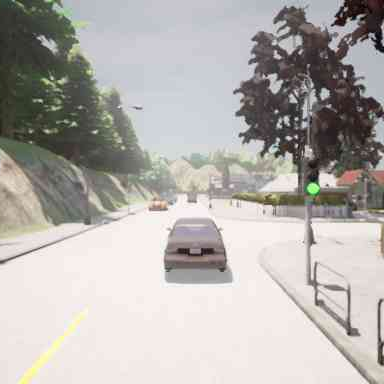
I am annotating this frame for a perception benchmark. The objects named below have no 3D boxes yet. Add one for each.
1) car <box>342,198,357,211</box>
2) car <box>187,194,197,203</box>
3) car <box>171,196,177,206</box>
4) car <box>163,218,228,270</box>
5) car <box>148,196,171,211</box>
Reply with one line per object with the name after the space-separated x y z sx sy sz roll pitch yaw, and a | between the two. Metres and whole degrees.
15.784 1.314 35.389 1.994 1.381 4.181 0 0 0 | car
-0.004 1.587 67.243 1.994 1.385 4.181 0 0 0 | car
-4.056 1.546 56.212 1.812 1.442 4.674 0 0 0 | car
0.091 1.551 10.948 2.033 1.411 5.357 0 0 0 | car
-4.092 1.368 40.786 2.097 1.767 4.553 0 0 0 | car
